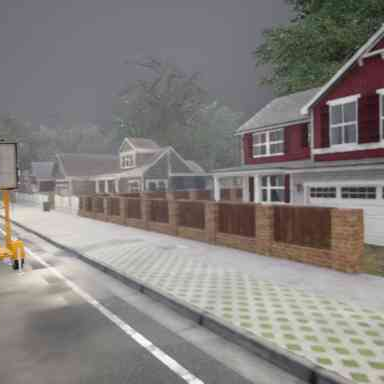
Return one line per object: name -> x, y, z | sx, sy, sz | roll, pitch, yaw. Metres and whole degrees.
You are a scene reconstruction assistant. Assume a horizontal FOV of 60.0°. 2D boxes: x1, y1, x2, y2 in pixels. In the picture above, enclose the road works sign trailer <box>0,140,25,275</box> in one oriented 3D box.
road works sign trailer -> -6.051, 0.358, 9.002 | 2.380, 3.560, 2.880 | -3, 2, -36
